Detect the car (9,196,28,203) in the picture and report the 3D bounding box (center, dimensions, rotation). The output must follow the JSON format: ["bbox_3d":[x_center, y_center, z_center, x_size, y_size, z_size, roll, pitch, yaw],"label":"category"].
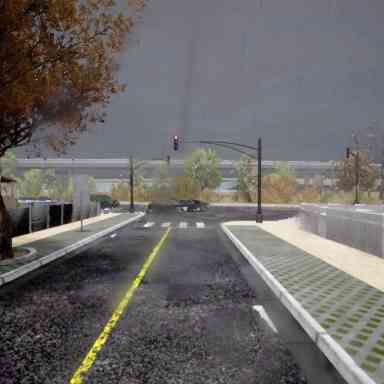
[{"bbox_3d":[-38.984,1.680,74.694,4.718,1.301,1.895,-1,2,36],"label":"car"}]

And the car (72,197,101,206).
[{"bbox_3d":[-14.965,1.775,45.080,4.674,1.442,1.812,-1,2,36],"label":"car"}]

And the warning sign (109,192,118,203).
[{"bbox_3d":[-14.246,0.995,60.260,1.060,1.860,1.300,2,1,36],"label":"warning sign"}]

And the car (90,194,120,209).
[{"bbox_3d":[-12.836,1.360,47.532,5.566,2.045,2.150,-1,2,36],"label":"car"}]

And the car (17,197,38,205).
[{"bbox_3d":[-32.660,1.746,66.085,4.674,1.442,1.812,-1,2,36],"label":"car"}]

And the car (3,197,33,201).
[{"bbox_3d":[-29.271,1.868,55.514,4.902,1.511,2.128,-1,2,36],"label":"car"}]

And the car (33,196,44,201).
[{"bbox_3d":[-29.144,1.632,59.472,4.553,1.767,2.097,0,2,36],"label":"car"}]

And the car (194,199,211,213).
[{"bbox_3d":[-0.086,1.533,38.276,4.892,1.490,1.837,-1,1,36],"label":"car"}]

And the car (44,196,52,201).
[{"bbox_3d":[-30.859,1.630,68.791,4.674,1.442,1.812,-1,2,36],"label":"car"}]

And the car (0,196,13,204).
[{"bbox_3d":[-40.872,1.695,72.047,4.892,1.490,1.837,-1,2,36],"label":"car"}]

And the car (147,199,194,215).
[{"bbox_3d":[-2.678,1.635,36.145,4.902,1.511,2.128,-1,1,36],"label":"car"}]
